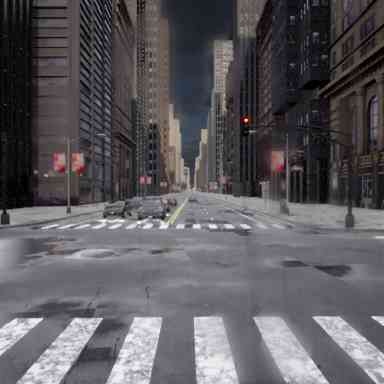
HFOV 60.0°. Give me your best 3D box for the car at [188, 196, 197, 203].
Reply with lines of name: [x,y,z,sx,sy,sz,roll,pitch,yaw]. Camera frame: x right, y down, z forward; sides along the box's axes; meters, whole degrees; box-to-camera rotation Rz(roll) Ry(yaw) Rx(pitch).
car: [0.163,1.471,69.915,2.033,1.411,5.357,0,0,0]

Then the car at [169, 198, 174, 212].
car: [-3.319,1.504,36.562,1.812,1.442,4.674,0,0,0]

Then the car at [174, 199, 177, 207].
car: [-3.287,1.527,50.538,1.994,1.385,4.181,0,0,1]

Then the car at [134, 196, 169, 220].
car: [-3.265,1.338,27.778,2.097,1.767,4.553,0,0,-2]

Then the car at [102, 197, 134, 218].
car: [-6.574,1.489,29.682,1.837,1.490,4.892,0,0,0]

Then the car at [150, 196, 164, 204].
car: [-6.460,1.490,62.079,2.033,1.411,5.357,0,0,0]
